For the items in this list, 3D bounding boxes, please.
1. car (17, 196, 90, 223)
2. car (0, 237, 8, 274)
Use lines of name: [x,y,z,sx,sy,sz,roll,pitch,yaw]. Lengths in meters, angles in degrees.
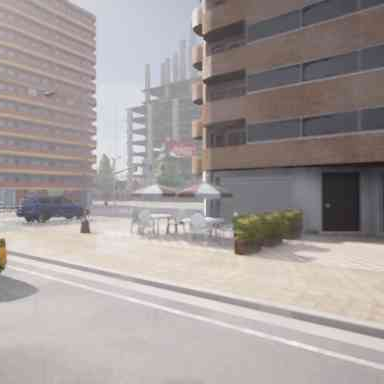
car: [-10.914,1.301,26.571,2.150,2.045,5.566,0,0,38]
car: [-6.997,1.487,9.214,5.008,1.535,1.882,0,0,37]
